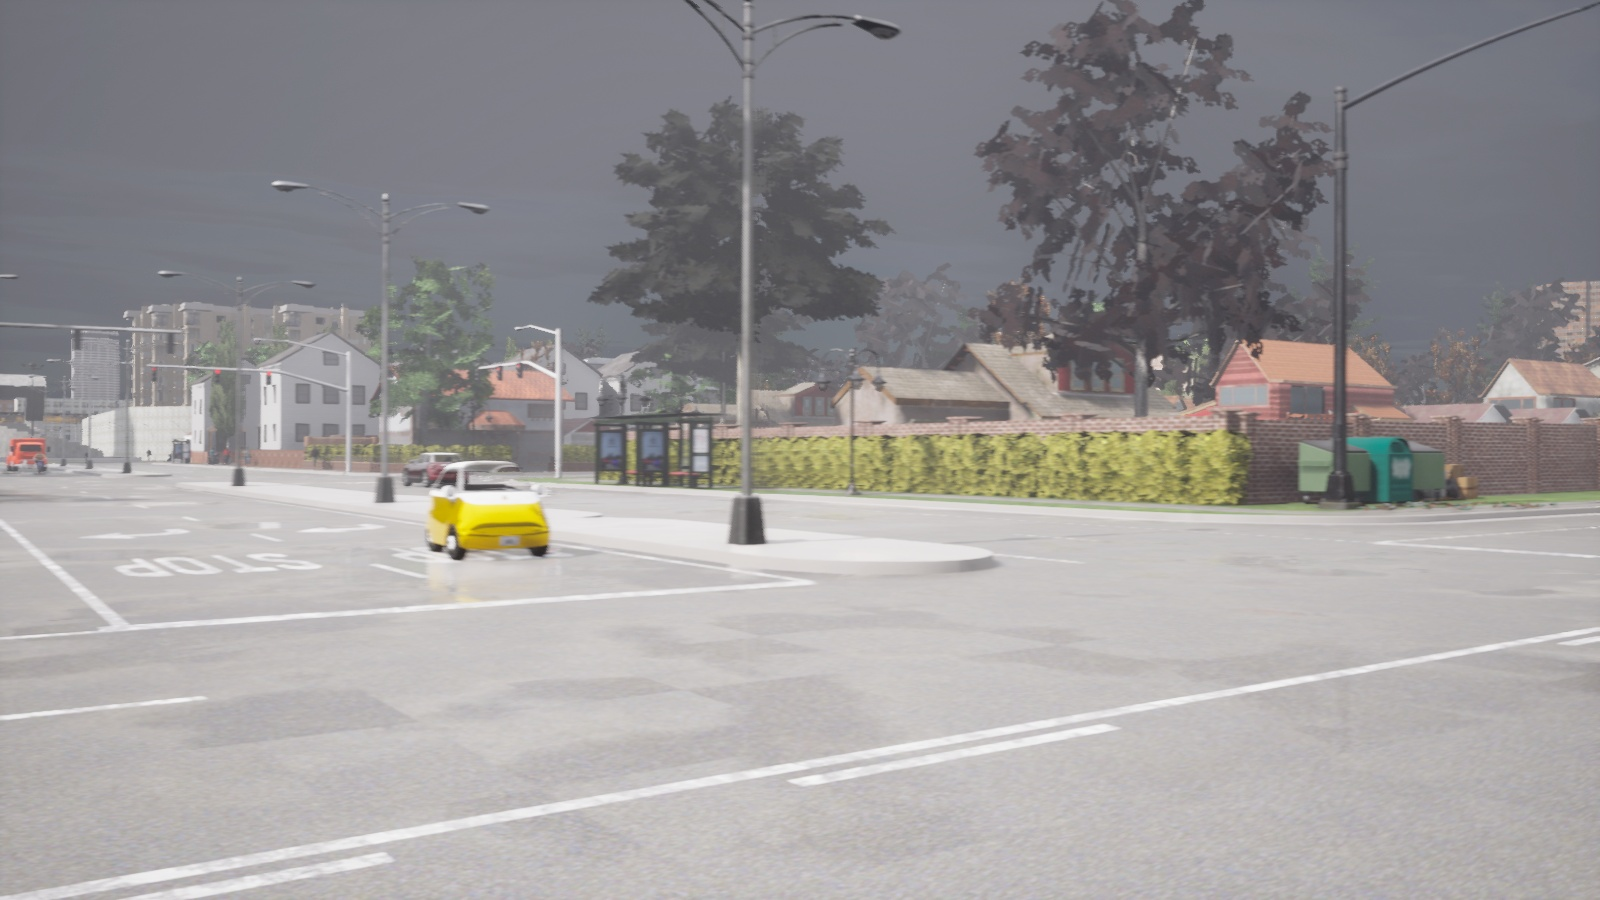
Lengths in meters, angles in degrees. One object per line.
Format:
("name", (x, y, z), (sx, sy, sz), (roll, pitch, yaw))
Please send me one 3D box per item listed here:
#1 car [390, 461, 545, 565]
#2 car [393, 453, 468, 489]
("car", (-4.811, 0.854, 18.051), (1.481, 1.376, 2.207), (0, -1, -35))
("car", (-15.860, 0.876, 53.814), (1.970, 1.475, 3.806), (0, 0, -35))
